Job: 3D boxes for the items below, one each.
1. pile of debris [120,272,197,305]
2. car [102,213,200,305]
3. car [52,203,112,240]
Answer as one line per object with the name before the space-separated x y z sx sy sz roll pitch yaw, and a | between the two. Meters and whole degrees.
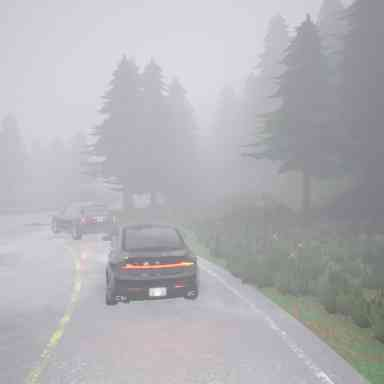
pile of debris | -0.853 2.175 7.706 1.500 0.140 1.860 0 0 -14
car | -1.110 1.504 8.195 1.837 1.490 4.892 0 0 -12
car | -5.709 1.352 17.415 2.097 1.767 4.553 0 0 -39
